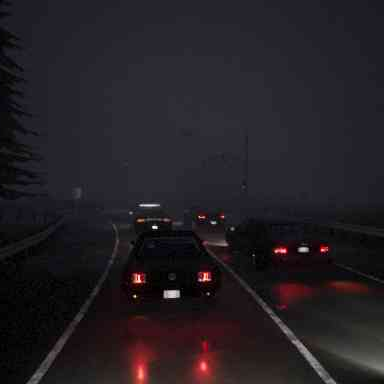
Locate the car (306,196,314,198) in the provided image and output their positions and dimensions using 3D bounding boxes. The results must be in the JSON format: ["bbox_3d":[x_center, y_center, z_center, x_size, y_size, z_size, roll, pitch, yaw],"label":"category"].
[{"bbox_3d":[26.866,1.540,72.840,5.357,1.411,2.033,0,0,-23],"label":"car"}]

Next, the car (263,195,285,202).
[{"bbox_3d":[19.096,1.500,77.316,4.892,1.490,1.837,0,0,-21],"label":"car"}]

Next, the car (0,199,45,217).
[{"bbox_3d":[-16.567,1.554,30.126,5.357,1.411,2.033,0,0,-21],"label":"car"}]

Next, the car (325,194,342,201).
[{"bbox_3d":[36.953,1.325,86.864,4.553,1.767,2.097,0,0,-35],"label":"car"}]

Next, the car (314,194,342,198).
[{"bbox_3d":[28.684,1.478,69.817,5.008,1.535,1.882,0,0,-23],"label":"car"}]

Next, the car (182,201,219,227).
[{"bbox_3d":[0.666,1.526,20.513,1.812,1.442,4.674,0,0,-13],"label":"car"}]

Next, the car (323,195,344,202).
[{"bbox_3d":[34.403,1.525,80.788,4.902,1.511,2.128,0,0,-31],"label":"car"}]

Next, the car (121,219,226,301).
[{"bbox_3d":[-0.606,1.601,8.357,1.895,1.301,4.718,0,0,-6],"label":"car"}]

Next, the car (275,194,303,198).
[{"bbox_3d":[19.551,1.525,66.277,4.674,1.442,1.812,0,0,-20],"label":"car"}]

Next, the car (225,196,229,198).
[{"bbox_3d":[8.935,1.526,66.064,4.674,1.442,1.812,0,0,-20],"label":"car"}]

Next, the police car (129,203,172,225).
[{"bbox_3d":[-2.277,1.425,17.821,1.930,1.638,5.238,0,0,-13],"label":"police car"}]

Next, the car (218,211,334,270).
[{"bbox_3d":[2.535,1.547,11.113,2.033,1.411,5.357,0,0,-8],"label":"car"}]

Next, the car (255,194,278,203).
[{"bbox_3d":[16.178,1.355,72.477,4.553,1.767,2.097,0,0,-21],"label":"car"}]

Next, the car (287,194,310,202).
[{"bbox_3d":[24.234,1.355,75.560,4.553,1.767,2.097,0,0,-21],"label":"car"}]

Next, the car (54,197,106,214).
[{"bbox_3d":[-11.839,1.484,35.644,5.008,1.535,1.882,0,0,-21],"label":"car"}]

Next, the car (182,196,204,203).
[{"bbox_3d":[0.291,1.553,70.236,4.181,1.385,1.994,0,0,-21],"label":"car"}]

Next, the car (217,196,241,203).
[{"bbox_3d":[7.757,1.524,69.307,4.674,1.442,1.812,0,0,-21],"label":"car"}]

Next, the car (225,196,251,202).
[{"bbox_3d":[10.255,1.540,73.987,5.357,1.411,2.033,0,0,-21],"label":"car"}]

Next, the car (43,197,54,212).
[{"bbox_3d":[-15.351,1.606,38.061,4.718,1.301,1.895,0,0,-21],"label":"car"}]

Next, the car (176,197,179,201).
[{"bbox_3d":[-0.096,1.352,62.715,4.553,1.767,2.097,0,0,-22],"label":"car"}]

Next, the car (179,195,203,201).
[{"bbox_3d":[0.463,1.564,59.185,4.181,1.385,1.994,0,0,-21],"label":"car"}]

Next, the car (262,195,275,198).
[{"bbox_3d":[17.764,1.540,69.334,5.357,1.411,2.033,0,0,-21],"label":"car"}]

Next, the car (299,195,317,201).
[{"bbox_3d":[28.359,1.553,81.313,4.181,1.385,1.994,0,0,-27],"label":"car"}]

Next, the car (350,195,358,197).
[{"bbox_3d":[38.874,1.540,79.560,5.357,1.411,2.033,0,0,-35],"label":"car"}]

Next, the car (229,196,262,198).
[{"bbox_3d":[10.105,1.505,62.795,4.892,1.490,1.837,0,0,-20],"label":"car"}]

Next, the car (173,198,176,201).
[{"bbox_3d":[-1.622,1.492,65.855,4.902,1.511,2.128,0,0,-20],"label":"car"}]
